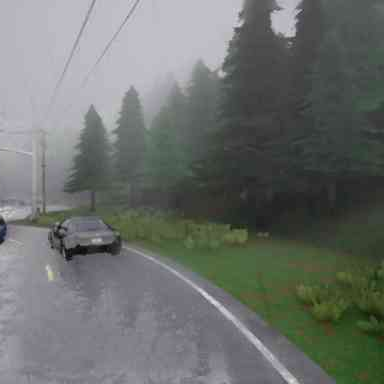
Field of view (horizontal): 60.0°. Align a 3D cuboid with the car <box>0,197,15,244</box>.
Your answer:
[{"bbox_3d":[-10.498,1.314,15.363,5.566,2.045,2.150,-1,0,43],"label":"car"}]

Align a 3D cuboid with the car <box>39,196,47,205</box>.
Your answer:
[{"bbox_3d":[-29.325,1.591,63.266,2.097,1.767,4.553,0,0,-44],"label":"car"}]

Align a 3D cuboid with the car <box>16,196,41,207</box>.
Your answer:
[{"bbox_3d":[-27.388,1.783,55.681,1.994,1.385,4.181,0,0,-39],"label":"car"}]

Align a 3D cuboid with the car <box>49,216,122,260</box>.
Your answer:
[{"bbox_3d":[-4.231,1.605,12.873,1.994,1.385,4.181,0,0,-31],"label":"car"}]
